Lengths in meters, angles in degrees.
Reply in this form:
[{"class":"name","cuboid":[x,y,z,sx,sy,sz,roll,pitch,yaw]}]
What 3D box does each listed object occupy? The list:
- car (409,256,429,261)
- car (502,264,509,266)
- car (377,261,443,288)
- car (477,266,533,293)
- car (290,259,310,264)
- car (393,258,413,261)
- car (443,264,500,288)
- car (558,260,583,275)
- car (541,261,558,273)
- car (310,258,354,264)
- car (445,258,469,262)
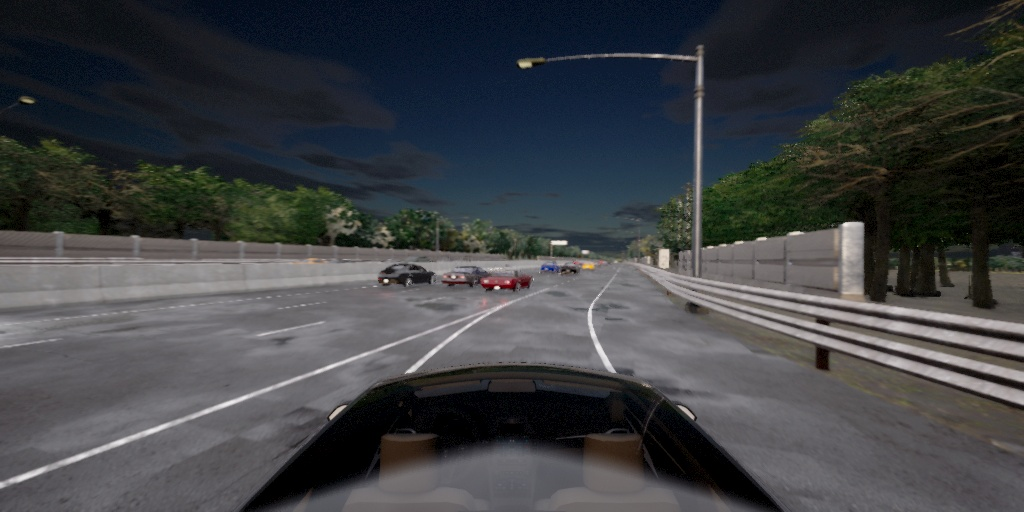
[{"class":"car","cuboid":[-14.987,1.004,55.721,2.150,2.045,5.566,1,0,18]},{"class":"car","cuboid":[-1.006,1.560,41.833,1.895,1.301,4.718,1,0,18]},{"class":"car","cuboid":[-6.804,1.256,23.747,1.837,1.490,4.892,1,0,18]},{"class":"car","cuboid":[-0.142,1.459,21.612,1.895,1.301,4.718,1,0,18]},{"class":"car","cuboid":[-23.272,1.028,41.367,1.882,1.535,5.008,1,0,18]},{"class":"car","cuboid":[-13.163,1.223,38.548,1.837,1.490,4.892,1,0,18]},{"class":"car","cuboid":[-2.867,1.373,24.567,2.033,1.411,5.357,1,0,18]},{"class":"car","cuboid":[7.472,1.612,45.400,1.882,1.535,5.008,1,0,18]},{"class":"car","cuboid":[5.350,1.602,50.281,1.882,1.535,5.008,1,0,18]},{"class":"car","cuboid":[-19.836,1.114,40.638,1.837,1.490,4.892,1,0,18]},{"class":"car","cuboid":[-7.907,1.472,54.901,1.994,1.385,4.181,1,0,18]}]
